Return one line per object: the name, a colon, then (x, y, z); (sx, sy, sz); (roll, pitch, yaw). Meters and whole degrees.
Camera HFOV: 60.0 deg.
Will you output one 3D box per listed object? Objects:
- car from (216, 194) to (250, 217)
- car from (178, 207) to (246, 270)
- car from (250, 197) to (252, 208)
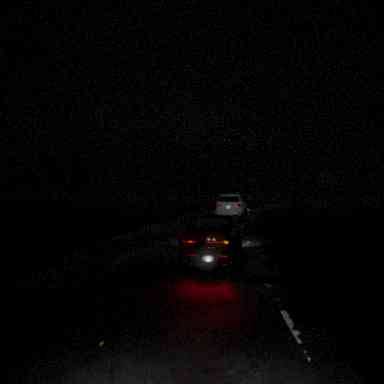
car: (3.373, 1.190, 27.889); (2.150, 2.045, 5.566); (0, 0, 13)
car: (0.690, 1.483, 11.053); (1.837, 1.490, 4.892); (0, 0, 6)
car: (7.920, 1.491, 52.374); (2.150, 2.045, 5.566); (-1, -1, 23)
